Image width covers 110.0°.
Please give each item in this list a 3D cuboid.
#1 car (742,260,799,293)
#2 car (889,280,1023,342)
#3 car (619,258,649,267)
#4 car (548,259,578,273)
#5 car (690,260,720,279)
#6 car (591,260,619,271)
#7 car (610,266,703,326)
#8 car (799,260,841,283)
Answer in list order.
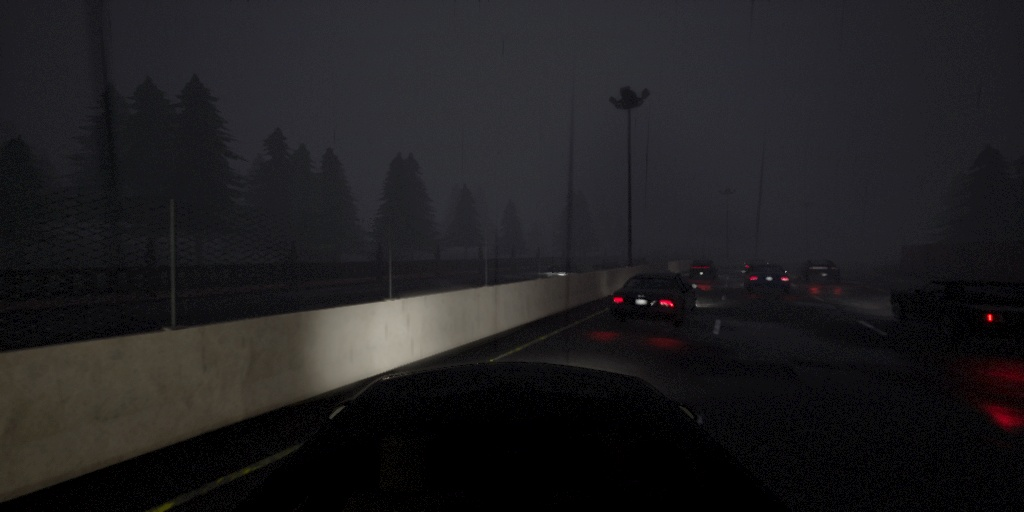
[{"bbox_3d":[13.699,1.120,19.407,2.033,1.411,5.357,0,0,32],"label":"car"},{"bbox_3d":[11.209,1.241,8.704,1.895,1.301,4.718,0,0,32],"label":"car"},{"bbox_3d":[13.575,0.986,39.007,1.837,1.490,4.892,0,0,35],"label":"car"},{"bbox_3d":[5.735,1.053,39.900,1.812,1.442,4.674,0,0,34],"label":"car"},{"bbox_3d":[15.480,1.019,28.923,1.837,1.490,4.892,0,0,32],"label":"car"},{"bbox_3d":[10.792,1.088,41.139,1.895,1.301,4.718,0,0,35],"label":"car"},{"bbox_3d":[4.659,1.219,11.419,2.033,1.411,5.357,0,0,32],"label":"car"},{"bbox_3d":[21.302,0.985,25.034,2.128,1.511,4.902,0,0,32],"label":"car"}]
